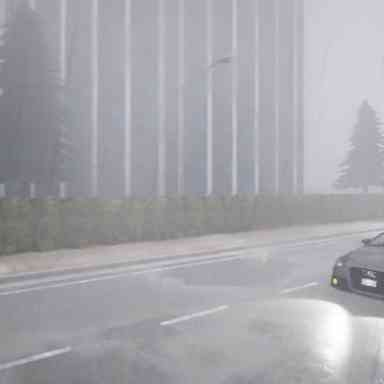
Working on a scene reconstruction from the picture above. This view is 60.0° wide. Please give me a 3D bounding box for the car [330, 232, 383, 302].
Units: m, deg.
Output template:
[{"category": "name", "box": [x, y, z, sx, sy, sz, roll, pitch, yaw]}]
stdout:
[{"category": "car", "box": [5.041, 1.568, 7.584, 4.181, 1.385, 1.994, 0, 0, -35]}]
